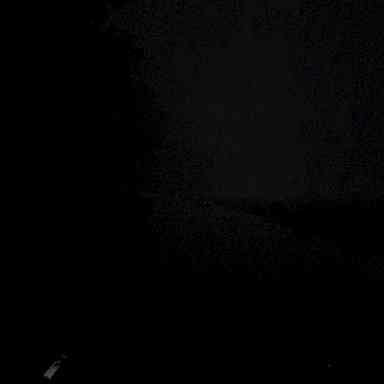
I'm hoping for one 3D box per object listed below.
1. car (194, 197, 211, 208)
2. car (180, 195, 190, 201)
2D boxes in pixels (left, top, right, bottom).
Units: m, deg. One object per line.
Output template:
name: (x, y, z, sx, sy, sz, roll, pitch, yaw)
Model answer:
car: (1.441, 1.449, 46.458, 2.033, 1.411, 5.357, 0, 0, -6)
car: (-1.489, 1.239, 70.505, 2.033, 1.411, 5.357, 0, 1, -9)
